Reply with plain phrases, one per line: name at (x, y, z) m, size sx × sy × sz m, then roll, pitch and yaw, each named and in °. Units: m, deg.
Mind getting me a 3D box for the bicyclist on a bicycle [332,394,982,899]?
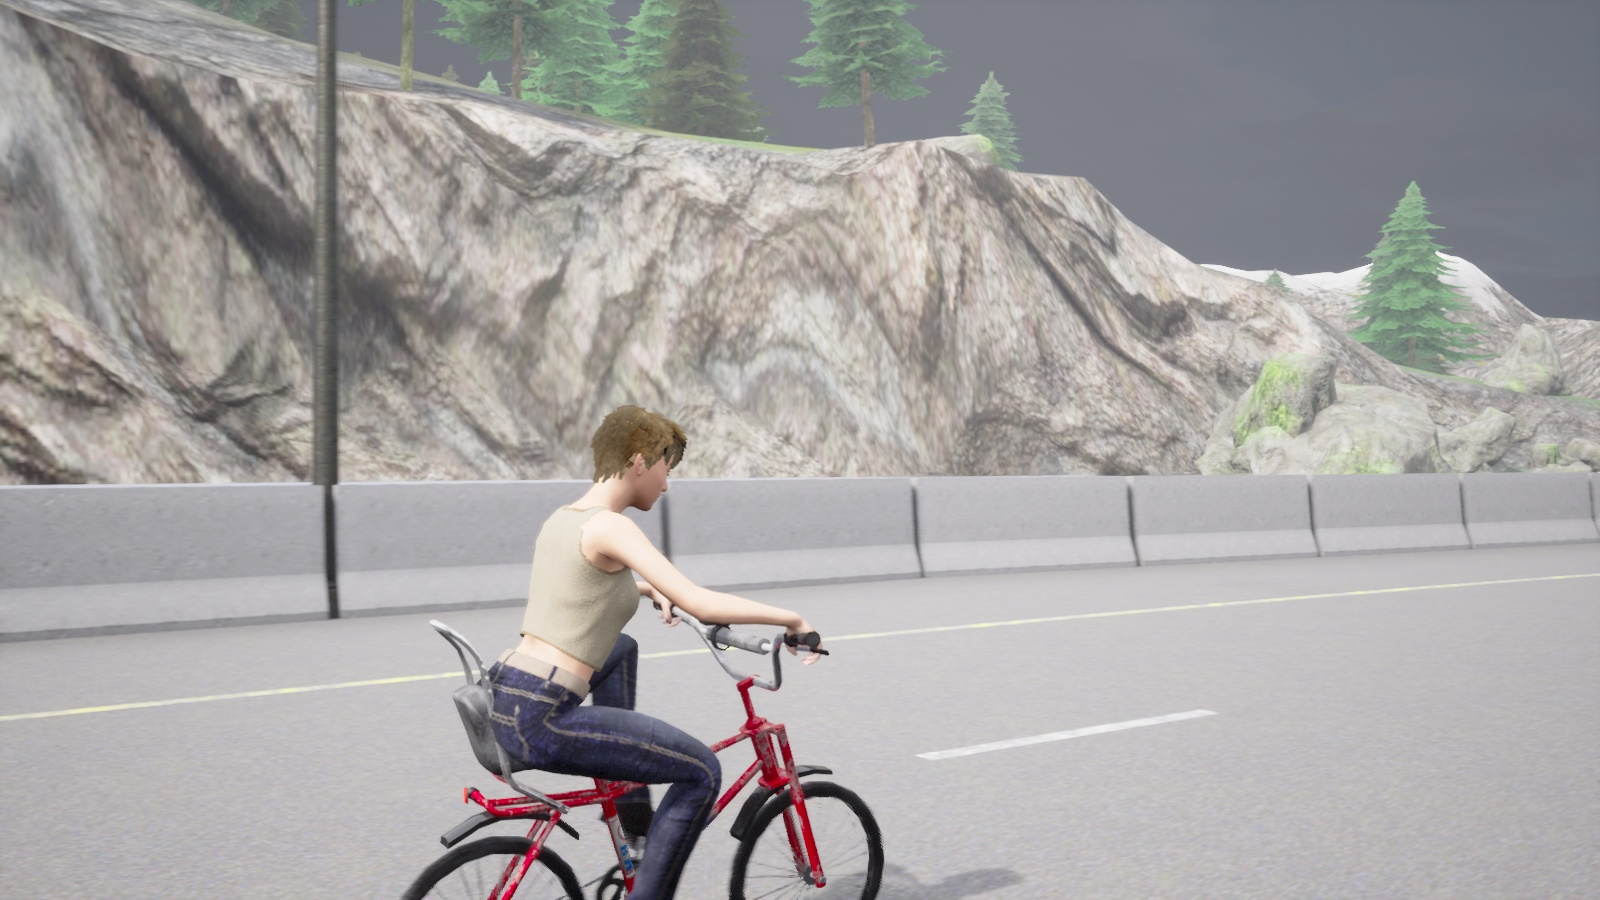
bicyclist on a bicycle at (-0.370, 0.690, 3.376) m, size 1.509 × 1.612 × 0.866 m, roll 0°, pitch 0°, yaw -34°
